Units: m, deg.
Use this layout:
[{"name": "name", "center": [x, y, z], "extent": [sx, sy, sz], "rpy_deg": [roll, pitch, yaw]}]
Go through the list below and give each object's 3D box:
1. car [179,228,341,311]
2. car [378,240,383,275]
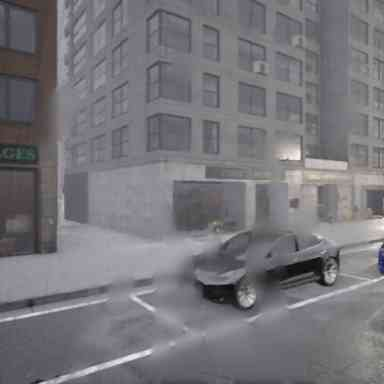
[{"name": "car", "center": [1.742, 1.557, 7.772], "extent": [4.313, 1.339, 1.947], "rpy_deg": [0, 0, -35]}, {"name": "car", "center": [6.909, 1.205, 8.305], "extent": [5.566, 2.045, 2.150], "rpy_deg": [0, 0, -35]}]
